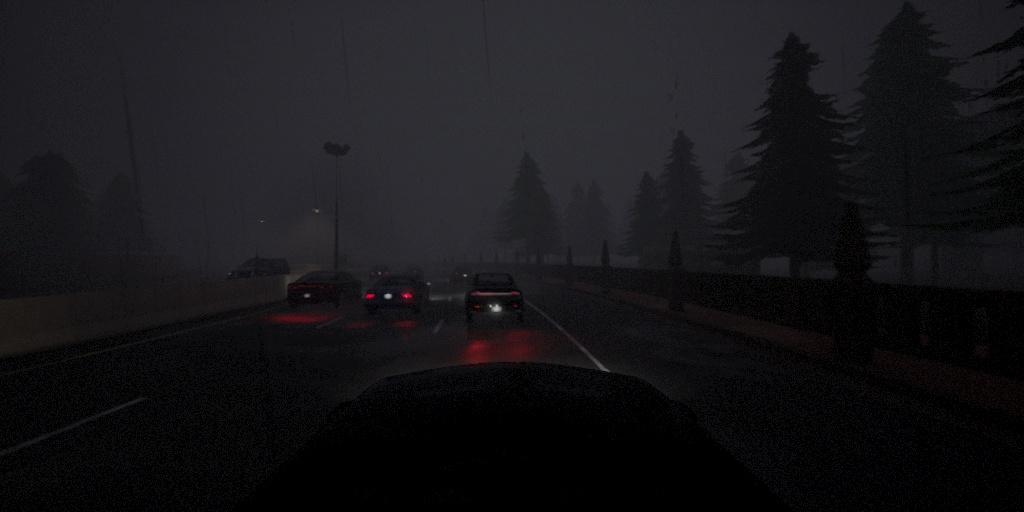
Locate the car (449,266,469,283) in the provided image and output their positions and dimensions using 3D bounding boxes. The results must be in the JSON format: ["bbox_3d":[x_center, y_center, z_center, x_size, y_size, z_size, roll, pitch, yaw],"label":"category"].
[{"bbox_3d":[-4.313,1.561,31.008,1.994,1.385,4.181,0,0,-15],"label":"car"}]

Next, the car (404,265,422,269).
[{"bbox_3d":[-10.822,1.655,39.369,1.994,1.385,4.181,0,0,-21],"label":"car"}]

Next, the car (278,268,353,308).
[{"bbox_3d":[-8.229,1.377,16.245,1.882,1.535,5.008,0,0,-8],"label":"car"}]

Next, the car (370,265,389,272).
[{"bbox_3d":[-12.680,1.609,34.535,2.033,1.411,5.357,0,0,-19],"label":"car"}]

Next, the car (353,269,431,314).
[{"bbox_3d":[-4.452,1.418,14.552,2.033,1.411,5.357,0,0,-7],"label":"car"}]

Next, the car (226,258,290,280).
[{"bbox_3d":[-16.906,1.135,24.338,2.150,2.045,5.566,0,0,-14],"label":"car"}]

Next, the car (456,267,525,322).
[{"bbox_3d":[-0.709,1.331,12.726,2.128,1.511,4.902,0,0,-6],"label":"car"}]
